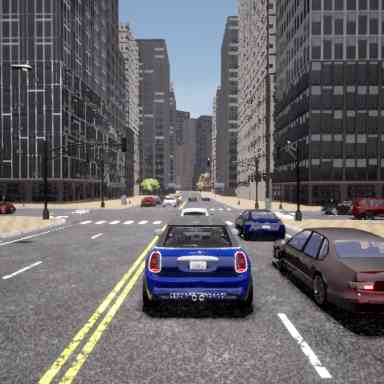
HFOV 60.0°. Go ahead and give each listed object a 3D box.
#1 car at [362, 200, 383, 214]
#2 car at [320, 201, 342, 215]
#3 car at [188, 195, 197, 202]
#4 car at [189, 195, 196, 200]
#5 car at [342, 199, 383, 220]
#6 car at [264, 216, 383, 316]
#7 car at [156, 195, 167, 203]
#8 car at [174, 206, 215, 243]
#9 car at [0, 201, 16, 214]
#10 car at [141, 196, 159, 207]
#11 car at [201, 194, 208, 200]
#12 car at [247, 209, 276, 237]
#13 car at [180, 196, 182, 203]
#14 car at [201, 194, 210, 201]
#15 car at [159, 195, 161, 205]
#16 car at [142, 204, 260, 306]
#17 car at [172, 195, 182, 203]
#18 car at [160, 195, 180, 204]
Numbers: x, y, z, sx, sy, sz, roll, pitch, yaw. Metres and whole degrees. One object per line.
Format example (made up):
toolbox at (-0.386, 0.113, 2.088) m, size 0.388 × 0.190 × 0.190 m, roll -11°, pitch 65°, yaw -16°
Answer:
car at (21.870, 1.643, 37.084) m, size 4.829 × 1.417 × 1.752 m, roll 1°, pitch 0°, yaw 1°
car at (15.917, 1.613, 34.609) m, size 4.892 × 1.490 × 1.837 m, roll 1°, pitch 1°, yaw 0°
car at (0.121, 1.460, 74.156) m, size 2.128 × 1.511 × 4.902 m, roll 0°, pitch 0°, yaw 0°
car at (0.146, 1.450, 90.042) m, size 2.033 × 1.411 × 5.357 m, roll 0°, pitch 0°, yaw 0°
car at (16.248, 1.519, 28.807) m, size 5.009 × 1.841 × 2.192 m, roll 1°, pitch 0°, yaw 1°
car at (3.362, 1.544, 7.817) m, size 2.033 × 1.411 × 5.357 m, roll 0°, pitch 0°, yaw 0°
car at (-6.387, 1.418, 70.348) m, size 1.882 × 1.535 × 5.008 m, roll 0°, pitch 0°, yaw 0°
car at (0.127, 1.517, 17.015) m, size 1.812 × 1.442 × 4.674 m, roll 0°, pitch 0°, yaw 0°
car at (-19.341, 1.408, 32.038) m, size 4.181 × 1.385 × 1.994 m, roll 1°, pitch 1°, yaw 1°
car at (-6.510, 1.442, 50.051) m, size 1.882 × 1.535 × 5.008 m, roll 0°, pitch 0°, yaw 0°
car at (3.396, 1.267, 90.034) m, size 1.812 × 1.442 × 4.674 m, roll 0°, pitch 0°, yaw 0°
car at (3.376, 1.555, 17.057) m, size 1.994 × 1.385 × 4.181 m, roll 0°, pitch 0°, yaw 0°
car at (-3.230, 1.501, 59.493) m, size 2.033 × 1.411 × 5.357 m, roll 0°, pitch 0°, yaw 0°
car at (3.381, 1.514, 80.062) m, size 1.895 × 1.301 × 4.718 m, roll 0°, pitch 0°, yaw 0°
car at (-6.479, 1.500, 59.978) m, size 2.033 × 1.411 × 5.357 m, roll 0°, pitch 0°, yaw 0°
car at (0.113, 1.348, 8.158) m, size 2.097 × 1.767 × 4.553 m, roll 0°, pitch 0°, yaw 0°
car at (-3.138, 1.418, 69.709) m, size 1.882 × 1.535 × 5.008 m, roll 0°, pitch 0°, yaw 0°
car at (-3.261, 1.490, 49.802) m, size 1.812 × 1.442 × 4.674 m, roll 0°, pitch 0°, yaw 0°
